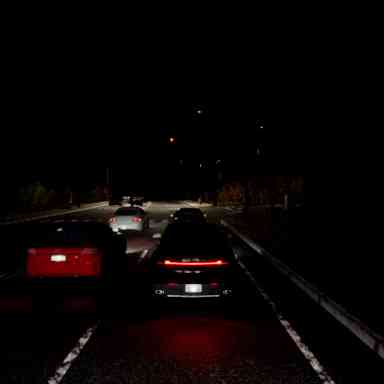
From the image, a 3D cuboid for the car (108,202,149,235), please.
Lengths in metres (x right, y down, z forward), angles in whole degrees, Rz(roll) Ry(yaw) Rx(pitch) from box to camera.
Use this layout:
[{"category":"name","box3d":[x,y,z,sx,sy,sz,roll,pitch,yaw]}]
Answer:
[{"category":"car","box3d":[-3.479,1.540,18.768,1.812,1.442,4.674,0,0,-3]}]

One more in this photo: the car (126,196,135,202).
[{"category":"car","box3d":[-15.348,1.766,83.282,1.994,1.385,4.181,0,0,-8]}]

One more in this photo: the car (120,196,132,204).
[{"category":"car","box3d":[-13.498,1.671,68.127,2.128,1.511,4.902,0,0,-6]}]

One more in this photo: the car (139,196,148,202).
[{"category":"car","box3d":[-12.084,1.739,83.397,2.128,1.511,4.902,0,0,-8]}]

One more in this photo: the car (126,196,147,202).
[{"category":"car","box3d":[-8.916,1.582,53.513,2.128,1.511,4.902,0,0,-5]}]

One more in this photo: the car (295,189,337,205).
[{"category":"car","box3d":[14.187,0.474,38.449,4.553,1.767,2.097,-3,0,-2]}]

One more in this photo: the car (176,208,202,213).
[{"category":"car","box3d":[-0.180,1.561,17.899,2.033,1.411,5.357,0,0,-2]}]

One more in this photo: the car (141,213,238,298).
[{"category":"car","box3d":[0.013,1.509,8.491,1.837,1.490,4.892,0,0,0]}]

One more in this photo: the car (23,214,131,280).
[{"category":"car","box3d":[-3.259,1.569,10.017,1.994,1.385,4.181,0,0,-1]}]

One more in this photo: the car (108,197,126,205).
[{"category":"car","box3d":[-12.149,1.616,53.185,1.812,1.442,4.674,0,0,-5]}]
